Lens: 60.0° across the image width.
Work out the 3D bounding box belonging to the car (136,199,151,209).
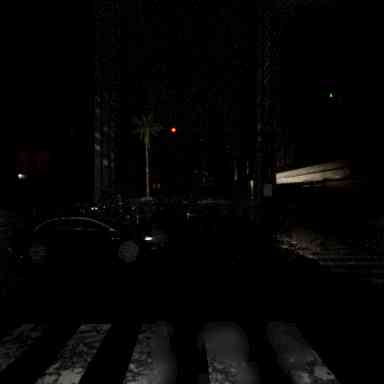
[{"bbox_3d":[-6.528,1.586,39.051,2.128,1.511,4.902,0,0,0],"label":"car"}]

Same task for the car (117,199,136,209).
[{"bbox_3d":[-9.744,1.701,49.754,1.994,1.385,4.181,0,0,0],"label":"car"}]

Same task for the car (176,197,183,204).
[{"bbox_3d":[-3.017,1.790,69.793,1.994,1.385,4.181,0,0,0],"label":"car"}]

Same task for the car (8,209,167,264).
[{"bbox_3d":[-3.467,1.490,11.206,4.902,1.511,2.128,0,0,-1],"label":"car"}]

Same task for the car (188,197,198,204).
[{"bbox_3d":[0.233,1.790,69.812,1.994,1.385,4.181,0,0,0],"label":"car"}]

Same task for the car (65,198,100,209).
[{"bbox_3d":[-9.792,1.543,29.847,1.882,1.535,5.008,0,0,0],"label":"car"}]

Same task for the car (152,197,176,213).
[{"bbox_3d":[-3.094,1.616,37.794,1.812,1.442,4.674,0,0,0],"label":"car"}]

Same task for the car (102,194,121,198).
[{"bbox_3d":[-9.780,1.319,39.793,2.150,2.045,5.566,0,0,0],"label":"car"}]

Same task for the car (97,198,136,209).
[{"bbox_3d":[-6.546,1.542,29.583,1.882,1.535,5.008,0,0,0],"label":"car"}]
